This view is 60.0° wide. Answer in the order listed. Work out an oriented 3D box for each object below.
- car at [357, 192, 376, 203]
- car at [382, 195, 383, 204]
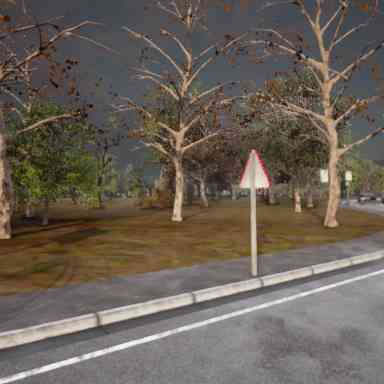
[{"bbox_3d":[26.128,0.804,49.714,2.128,1.511,4.902,-1,1,40],"label":"car"},{"bbox_3d":[26.869,0.718,44.904,2.097,1.767,4.553,0,1,31],"label":"car"}]
